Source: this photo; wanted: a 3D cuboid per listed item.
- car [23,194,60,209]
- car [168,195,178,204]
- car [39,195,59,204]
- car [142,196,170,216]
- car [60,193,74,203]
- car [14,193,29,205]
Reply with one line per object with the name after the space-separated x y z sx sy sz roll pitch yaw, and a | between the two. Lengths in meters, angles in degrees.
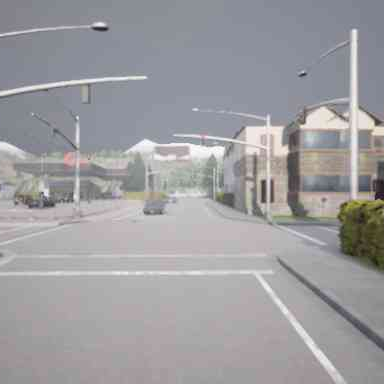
-18.939 1.352 42.099 2.007 1.523 4.514 0 0 0 | car
-3.522 1.251 56.978 2.128 1.511 4.902 0 0 0 | car
-25.975 1.355 60.568 1.970 1.475 3.806 0 0 0 | car
-3.520 1.463 31.869 1.837 1.490 4.892 0 2 1 | car
-22.648 1.073 59.966 1.905 1.878 3.866 0 0 0 | car
-25.911 1.118 52.088 1.932 1.855 4.605 0 0 0 | car
